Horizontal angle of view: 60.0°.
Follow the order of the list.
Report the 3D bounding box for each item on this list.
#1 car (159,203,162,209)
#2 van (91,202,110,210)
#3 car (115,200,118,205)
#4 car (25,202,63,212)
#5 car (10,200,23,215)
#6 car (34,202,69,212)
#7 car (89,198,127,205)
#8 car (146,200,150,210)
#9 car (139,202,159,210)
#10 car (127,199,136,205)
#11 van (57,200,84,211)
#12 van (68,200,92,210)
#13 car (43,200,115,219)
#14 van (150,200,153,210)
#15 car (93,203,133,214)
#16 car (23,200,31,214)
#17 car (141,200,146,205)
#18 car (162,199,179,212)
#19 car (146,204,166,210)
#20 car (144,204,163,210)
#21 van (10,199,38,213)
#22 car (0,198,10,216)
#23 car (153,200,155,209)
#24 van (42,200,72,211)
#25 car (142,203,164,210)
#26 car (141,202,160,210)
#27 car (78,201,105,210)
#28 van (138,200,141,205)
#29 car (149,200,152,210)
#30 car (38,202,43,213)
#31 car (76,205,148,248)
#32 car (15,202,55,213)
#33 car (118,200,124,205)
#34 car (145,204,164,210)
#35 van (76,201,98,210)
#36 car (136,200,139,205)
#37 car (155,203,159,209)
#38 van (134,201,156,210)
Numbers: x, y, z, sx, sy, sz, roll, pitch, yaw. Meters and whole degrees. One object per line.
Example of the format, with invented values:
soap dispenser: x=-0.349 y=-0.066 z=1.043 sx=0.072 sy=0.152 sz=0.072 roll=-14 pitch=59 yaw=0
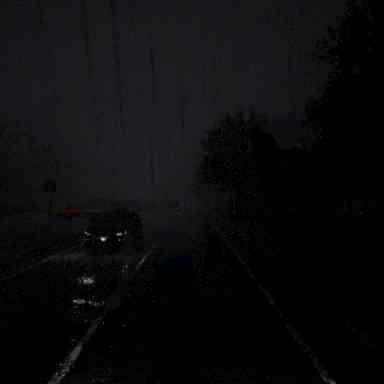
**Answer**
car: x=-10.285 y=3.362 z=77.329 sx=5.008 sy=1.535 sz=2.097 roll=0 pitch=-3 yaw=0
van: x=-23.480 y=3.538 z=85.658 sx=4.442 sy=1.987 sz=1.878 roll=0 pitch=-3 yaw=0
car: x=-10.331 y=1.804 z=32.966 sx=4.892 sy=1.521 sz=2.231 roll=0 pitch=-1 yaw=0
car: x=-23.384 y=2.411 z=52.579 sx=5.008 sy=1.535 sz=2.097 roll=0 pitch=-2 yaw=0
car: x=-23.215 y=1.962 z=38.737 sx=5.366 sy=1.575 sz=1.946 roll=0 pitch=-2 yaw=0
car: x=-23.381 y=2.502 z=55.348 sx=4.892 sy=1.521 sz=2.231 roll=0 pitch=-2 yaw=0
car: x=-10.352 y=1.834 z=38.517 sx=4.553 sy=1.767 sz=2.185 roll=0 pitch=-2 yaw=0
car: x=-10.276 y=2.614 z=57.929 sx=4.792 sy=1.488 sz=2.163 roll=0 pitch=-2 yaw=0
car: x=-10.256 y=3.371 z=80.108 sx=4.553 sy=1.767 sz=2.185 roll=0 pitch=-3 yaw=0
car: x=-10.290 y=1.795 z=41.291 sx=5.566 sy=2.045 sz=2.435 roll=0 pitch=-2 yaw=0
van: x=-23.264 y=2.544 z=63.661 sx=4.442 sy=1.987 sz=1.878 roll=0 pitch=-2 yaw=0
van: x=-23.260 y=2.733 z=69.049 sx=4.442 sy=1.987 sz=1.878 roll=0 pitch=-2 yaw=0
car: x=-10.142 y=1.734 z=30.198 sx=5.366 sy=1.575 sz=1.946 roll=0 pitch=-1 yaw=0
van: x=-10.184 y=2.539 z=63.488 sx=4.442 sy=1.987 sz=1.878 roll=0 pitch=-2 yaw=0
car: x=-10.346 y=2.166 z=44.057 sx=4.792 sy=1.488 sz=2.163 roll=0 pitch=-2 yaw=0
car: x=-23.392 y=2.054 z=41.503 sx=4.892 sy=1.521 sz=2.231 roll=0 pitch=-2 yaw=0
car: x=-10.315 y=2.405 z=52.382 sx=5.008 sy=1.535 sz=2.097 roll=0 pitch=-2 yaw=0
car: x=-3.297 y=2.244 z=55.403 sx=2.150 sy=2.045 sz=5.566 roll=0 pitch=-2 yaw=0
car: x=-10.091 y=4.165 z=93.966 sx=5.366 sy=1.575 sz=1.946 roll=0 pitch=-3 yaw=0
car: x=-10.275 y=3.900 z=88.421 sx=4.892 sy=1.521 sz=2.231 roll=0 pitch=-3 yaw=0
van: x=-23.513 y=1.917 z=44.280 sx=4.442 sy=1.987 sz=1.878 roll=0 pitch=-2 yaw=0
car: x=-23.431 y=1.630 z=35.977 sx=5.566 sy=2.045 sz=2.435 roll=0 pitch=-1 yaw=0
car: x=-10.328 y=2.884 z=66.261 sx=4.792 sy=1.488 sz=2.163 roll=0 pitch=-2 yaw=0
van: x=-23.502 y=2.365 z=58.124 sx=4.442 sy=1.987 sz=1.878 roll=0 pitch=-2 yaw=0
car: x=-10.098 y=3.762 z=85.648 sx=5.366 sy=1.575 sz=1.946 roll=0 pitch=-3 yaw=0
car: x=-10.254 y=3.505 z=82.881 sx=4.553 sy=1.767 sz=2.185 roll=0 pitch=-3 yaw=0
car: x=-23.341 y=3.111 z=77.359 sx=5.566 sy=2.045 sz=2.435 roll=0 pitch=-3 yaw=0
van: x=-10.429 y=2.090 z=49.615 sx=4.442 sy=1.987 sz=1.878 roll=0 pitch=-2 yaw=0
car: x=-10.306 y=2.715 z=60.705 sx=4.674 sy=1.452 sz=2.002 roll=0 pitch=-2 yaw=0
car: x=-23.362 y=2.106 z=47.045 sx=4.553 sy=1.767 sz=2.185 roll=0 pitch=-2 yaw=0
car: x=-3.346 y=1.550 z=14.960 sx=1.837 sy=1.490 sz=4.892 roll=0 pitch=-1 yaw=0
car: x=-23.387 y=2.317 z=49.685 sx=5.008 sy=1.535 sz=2.097 roll=0 pitch=-2 yaw=0
car: x=-10.330 y=1.877 z=35.737 sx=5.008 sy=1.535 sz=2.097 roll=0 pitch=-2 yaw=0
car: x=-10.285 y=4.035 z=91.194 sx=4.892 sy=1.521 sz=2.231 roll=0 pitch=-3 yaw=0
van: x=-23.489 y=3.002 z=74.591 sx=4.442 sy=1.987 sz=1.878 roll=0 pitch=-3 yaw=0
car: x=-10.317 y=2.266 z=46.831 sx=4.674 sy=1.452 sz=2.002 roll=0 pitch=-2 yaw=0
car: x=-10.325 y=2.708 z=69.022 sx=5.566 sy=2.045 sz=2.435 roll=0 pitch=-3 yaw=0
van: x=-10.178 y=2.867 z=71.794 sx=4.442 sy=1.987 sz=1.878 roll=0 pitch=-3 yaw=0
